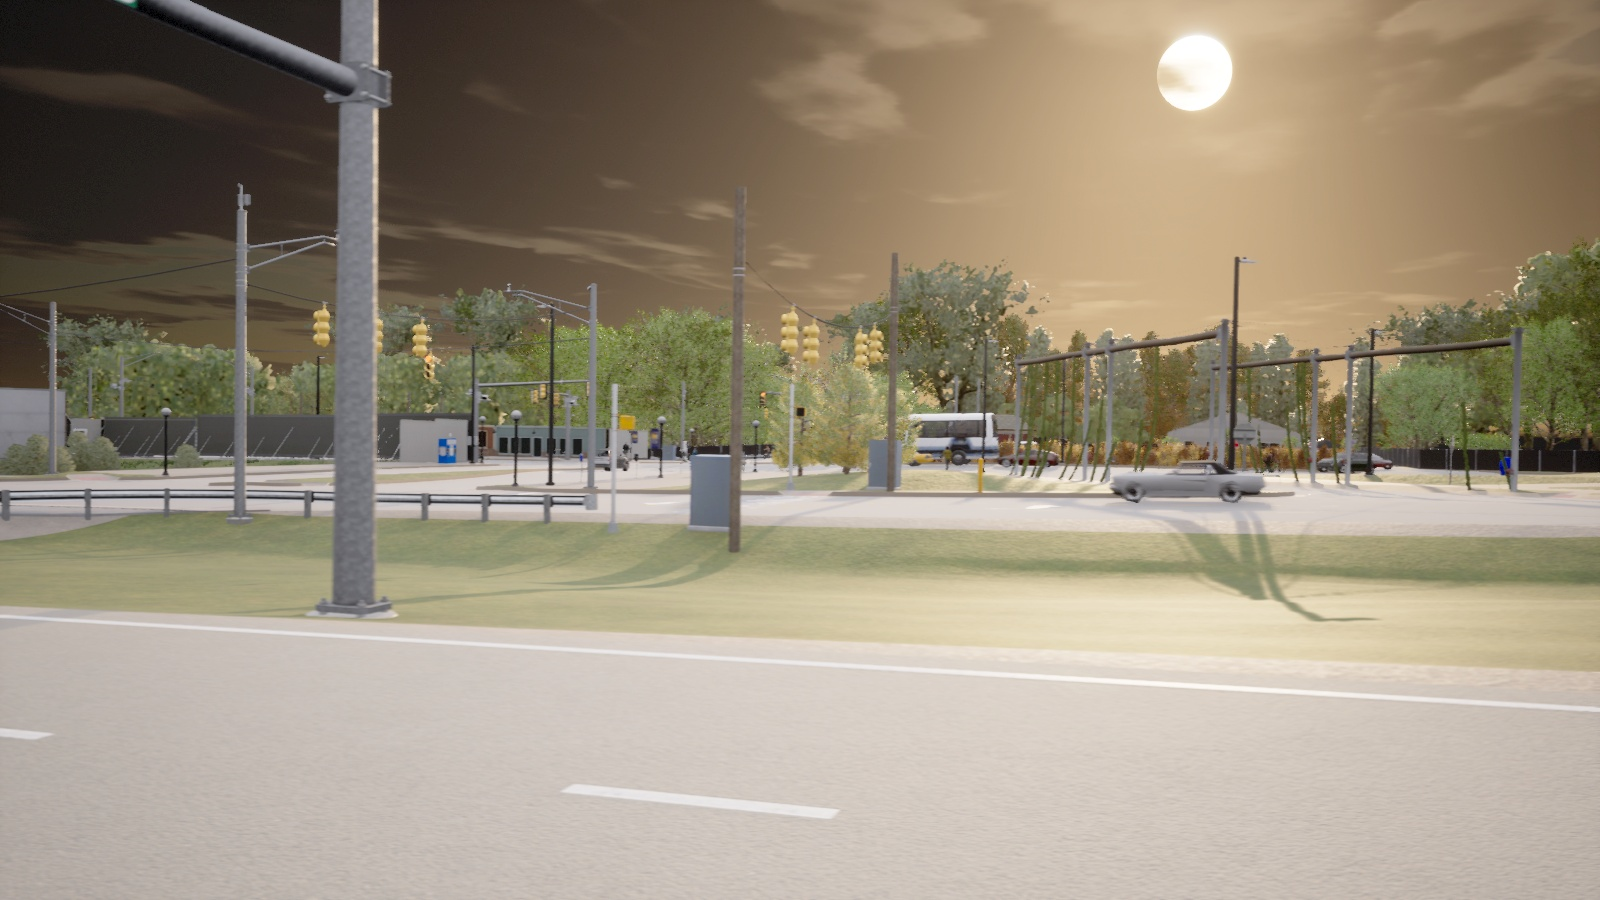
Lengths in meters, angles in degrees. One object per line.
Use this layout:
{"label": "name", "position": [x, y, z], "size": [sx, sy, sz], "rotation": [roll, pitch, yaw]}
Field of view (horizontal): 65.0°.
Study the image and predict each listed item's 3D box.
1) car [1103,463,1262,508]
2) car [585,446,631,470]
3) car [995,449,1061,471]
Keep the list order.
{"label": "car", "position": [12.061, 1.086, 39.678], "size": [4.718, 1.301, 1.895], "rotation": [0, 1, 18]}
{"label": "car", "position": [-13.699, 0.576, 89.833], "size": [1.851, 1.617, 3.988], "rotation": [1, 0, 14]}
{"label": "car", "position": [17.753, 0.788, 97.827], "size": [4.792, 1.488, 2.163], "rotation": [2, 2, 18]}
